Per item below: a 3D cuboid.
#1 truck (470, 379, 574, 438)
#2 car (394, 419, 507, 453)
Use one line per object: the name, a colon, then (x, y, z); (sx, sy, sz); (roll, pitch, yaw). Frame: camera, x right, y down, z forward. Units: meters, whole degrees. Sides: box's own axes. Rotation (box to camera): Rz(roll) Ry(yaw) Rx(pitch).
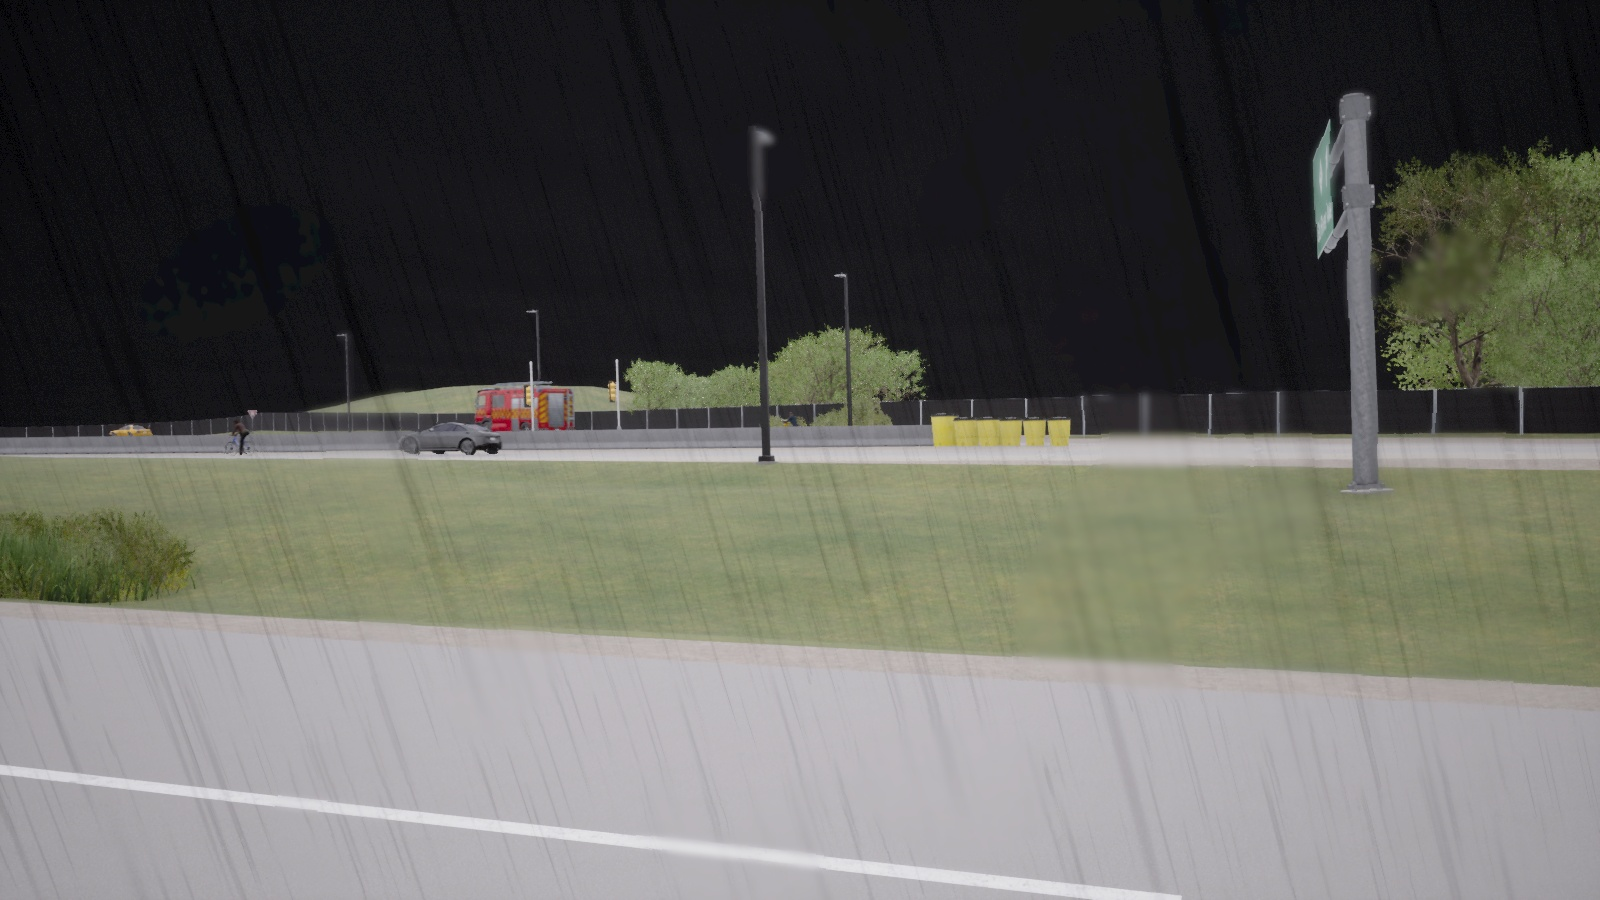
truck: (-19.122, -2.819, 86.020); (2.891, 3.827, 8.468); (-2, 2, -44)
car: (-14.638, -0.578, 52.604); (4.181, 1.385, 1.994); (0, 1, 19)
